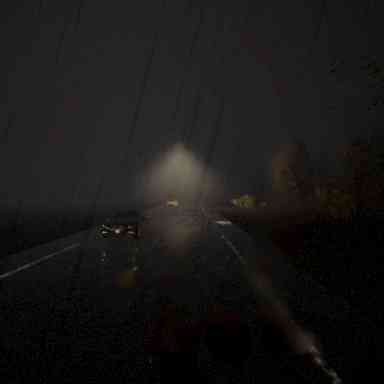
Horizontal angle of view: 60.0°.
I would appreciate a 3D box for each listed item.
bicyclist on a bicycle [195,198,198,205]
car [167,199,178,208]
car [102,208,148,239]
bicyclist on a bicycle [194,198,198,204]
[{"bbox_3d":[0.960,2.150,72.810,0.582,1.620,1.656,0,-1,0],"label":"bicyclist on a bicycle"},{"bbox_3d":[-3.544,2.059,60.683,1.882,1.535,5.008,0,0,1],"label":"car"},{"bbox_3d":[-3.600,1.683,18.491,1.837,1.490,4.892,0,-1,0],"label":"car"},{"bbox_3d":[0.954,2.219,81.808,0.866,1.612,1.509,0,-1,0],"label":"bicyclist on a bicycle"}]
